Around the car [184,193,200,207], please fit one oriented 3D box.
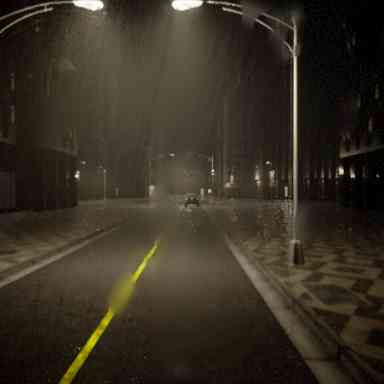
[{"bbox_3d":[0.016,1.194,50.566,2.150,2.045,5.566,0,0,0],"label":"car"}]
